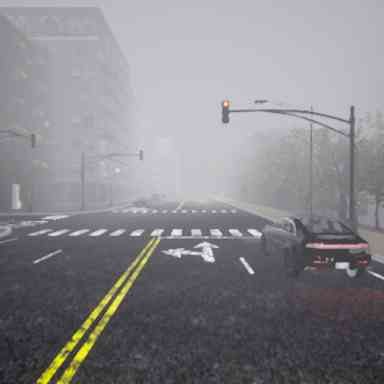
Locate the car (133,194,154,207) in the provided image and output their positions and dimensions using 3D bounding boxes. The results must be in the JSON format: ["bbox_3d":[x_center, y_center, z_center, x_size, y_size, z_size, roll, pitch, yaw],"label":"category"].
[{"bbox_3d":[-6.597,1.333,44.377,1.895,1.301,4.718,0,0,0],"label":"car"}]

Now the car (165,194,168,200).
[{"bbox_3d":[-6.519,1.072,75.482,1.812,1.442,4.674,0,0,0],"label":"car"}]

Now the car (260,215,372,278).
[{"bbox_3d":[3.350,1.429,9.893,2.128,1.511,4.902,0,0,-1],"label":"car"}]

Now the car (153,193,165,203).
[{"bbox_3d":[-6.554,0.994,60.573,2.097,1.767,4.553,0,0,1],"label":"car"}]
